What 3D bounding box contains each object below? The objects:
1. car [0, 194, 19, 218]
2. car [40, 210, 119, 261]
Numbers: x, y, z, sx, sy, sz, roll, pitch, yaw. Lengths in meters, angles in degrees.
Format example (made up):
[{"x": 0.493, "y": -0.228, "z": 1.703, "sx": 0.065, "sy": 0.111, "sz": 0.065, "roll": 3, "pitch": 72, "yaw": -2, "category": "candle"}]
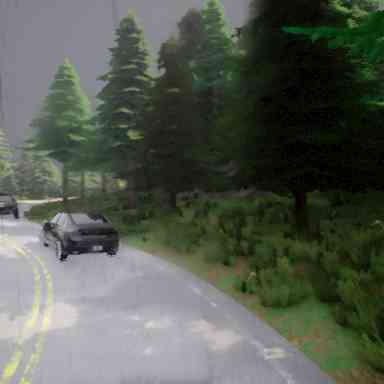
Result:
[{"x": -14.323, "y": 0.937, "z": 25.257, "sx": 2.097, "sy": 1.767, "sz": 4.553, "roll": 1, "pitch": 1, "yaw": -29, "category": "car"}, {"x": -4.186, "y": 1.430, "z": 12.152, "sx": 1.837, "sy": 1.490, "sz": 4.892, "roll": 3, "pitch": -1, "yaw": -33, "category": "car"}]
